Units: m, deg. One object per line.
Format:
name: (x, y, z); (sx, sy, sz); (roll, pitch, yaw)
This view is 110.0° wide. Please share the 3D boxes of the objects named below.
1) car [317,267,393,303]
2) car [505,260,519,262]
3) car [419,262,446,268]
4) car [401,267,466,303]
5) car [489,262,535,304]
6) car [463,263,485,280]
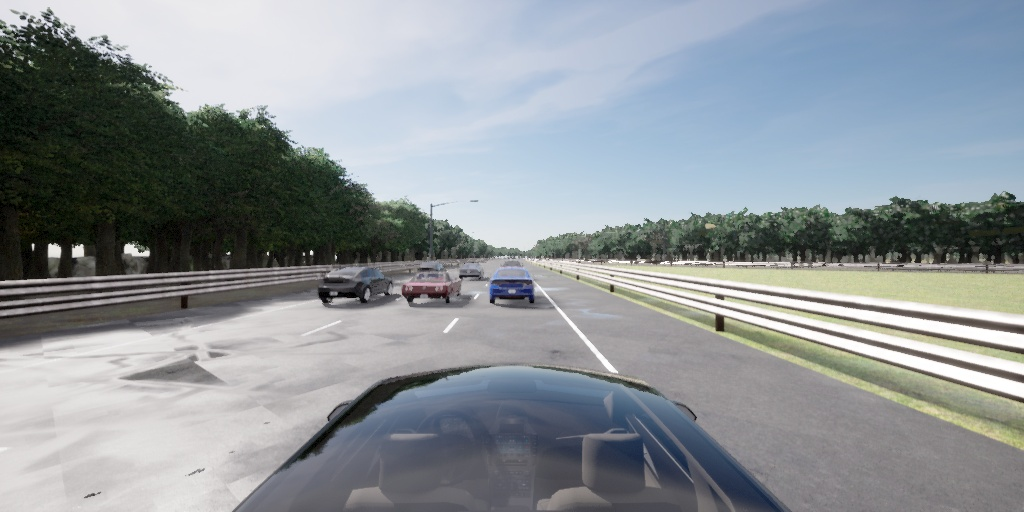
car: (-6.994, 1.247, 16.502); (1.837, 1.490, 4.892); (0, 0, 0)
car: (0.000, 1.134, 31.470); (2.097, 1.767, 4.553); (0, 0, 0)
car: (-7.000, 1.285, 31.499); (1.837, 1.490, 4.892); (0, 0, 0)
car: (-3.493, 1.359, 16.533); (1.895, 1.301, 4.718); (1, 0, 0)
car: (0.000, 1.239, 16.499); (1.882, 1.535, 5.008); (0, 0, 0)
car: (-3.500, 1.332, 31.500); (2.033, 1.411, 5.357); (0, 0, 0)
